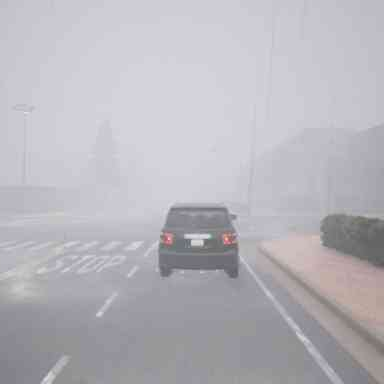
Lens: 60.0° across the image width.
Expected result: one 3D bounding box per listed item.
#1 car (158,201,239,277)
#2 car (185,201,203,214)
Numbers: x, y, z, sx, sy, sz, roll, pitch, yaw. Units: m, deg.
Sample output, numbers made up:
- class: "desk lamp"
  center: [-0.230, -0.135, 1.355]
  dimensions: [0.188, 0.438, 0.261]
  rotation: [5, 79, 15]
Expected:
- class: "car"
  center: [0.302, 1.334, 10.775]
  dimensions: [2.150, 2.045, 5.566]
  rotation: [0, 0, 4]
- class: "car"
  center: [0.263, 1.923, 42.489]
  dimensions: [2.128, 1.511, 4.902]
  rotation: [0, 0, 1]
